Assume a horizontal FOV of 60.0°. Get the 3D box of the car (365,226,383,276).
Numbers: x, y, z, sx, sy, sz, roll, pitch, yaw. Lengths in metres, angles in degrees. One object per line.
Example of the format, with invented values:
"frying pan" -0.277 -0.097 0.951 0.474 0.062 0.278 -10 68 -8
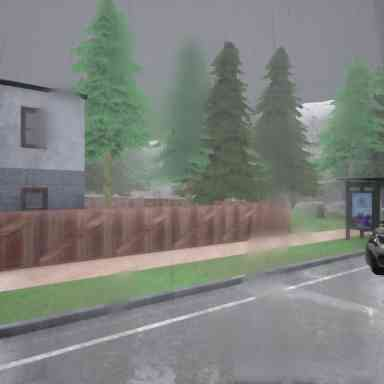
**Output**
"car" 7.105 1.231 9.353 5.566 2.045 2.150 0 0 -37
